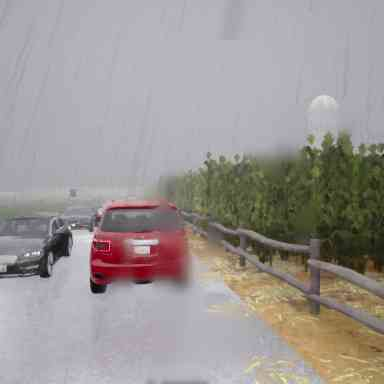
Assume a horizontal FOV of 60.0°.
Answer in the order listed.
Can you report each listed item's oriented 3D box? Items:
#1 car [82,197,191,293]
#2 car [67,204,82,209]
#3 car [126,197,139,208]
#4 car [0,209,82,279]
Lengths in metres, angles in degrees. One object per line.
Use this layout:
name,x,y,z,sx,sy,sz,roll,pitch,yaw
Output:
car,-1.450,1.221,9.107,2.150,2.045,5.566,0,0,-10
car,-6.678,1.505,19.922,1.837,1.490,4.892,0,0,-10
car,-8.938,1.477,49.839,1.882,1.535,5.008,0,0,-10
car,-4.868,1.491,10.037,2.128,1.511,4.902,0,0,-10
